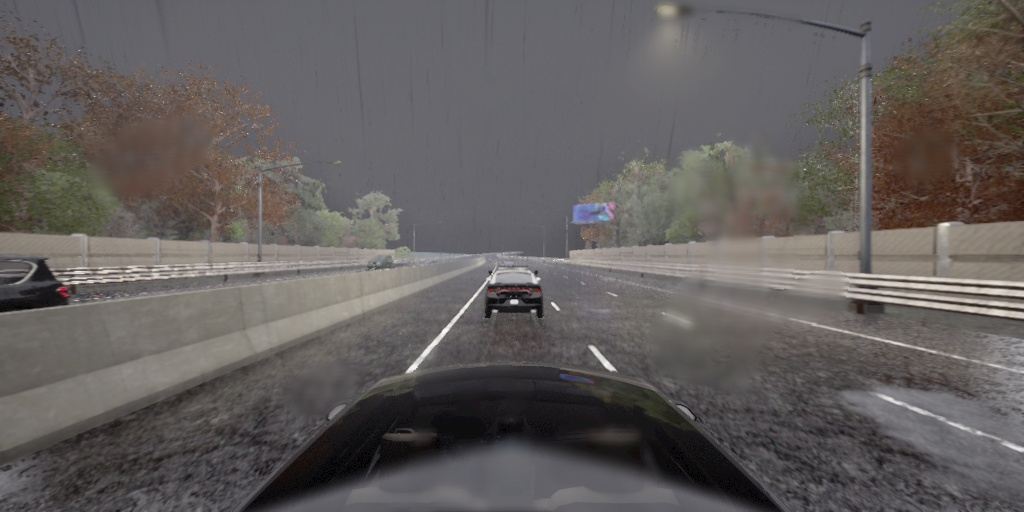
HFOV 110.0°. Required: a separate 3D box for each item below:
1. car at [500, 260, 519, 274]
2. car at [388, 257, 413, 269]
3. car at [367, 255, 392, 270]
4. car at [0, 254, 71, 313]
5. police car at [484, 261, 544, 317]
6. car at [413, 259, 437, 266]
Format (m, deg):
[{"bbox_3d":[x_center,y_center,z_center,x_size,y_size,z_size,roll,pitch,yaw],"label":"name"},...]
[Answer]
[{"bbox_3d":[-0.361,1.244,41.880,2.033,1.411,5.357,0,0,-1],"label":"car"},{"bbox_3d":[-14.716,1.236,49.051,2.033,1.411,5.357,0,0,-1],"label":"car"},{"bbox_3d":[-18.230,0.910,50.068,2.150,2.045,5.566,0,0,-1],"label":"car"},{"bbox_3d":[-10.608,0.968,5.387,2.150,2.045,5.566,0,0,0],"label":"car"},{"bbox_3d":[0.054,1.160,13.251,1.930,1.638,5.238,0,0,0],"label":"police car"},{"bbox_3d":[-11.186,1.183,47.980,2.128,1.511,4.902,0,0,-1],"label":"car"}]
